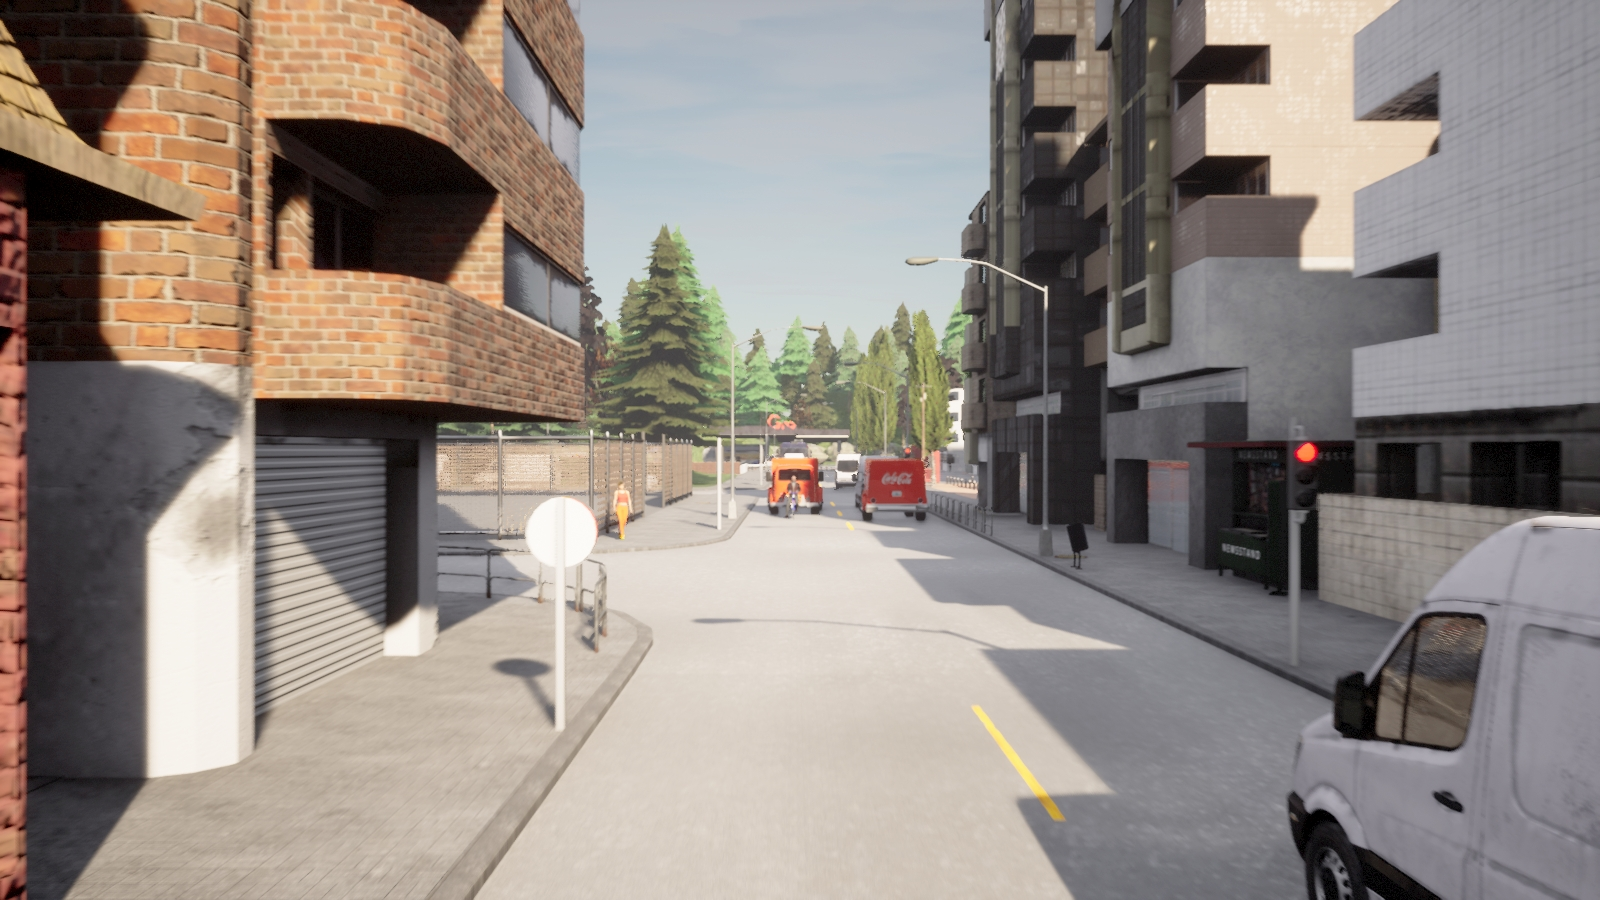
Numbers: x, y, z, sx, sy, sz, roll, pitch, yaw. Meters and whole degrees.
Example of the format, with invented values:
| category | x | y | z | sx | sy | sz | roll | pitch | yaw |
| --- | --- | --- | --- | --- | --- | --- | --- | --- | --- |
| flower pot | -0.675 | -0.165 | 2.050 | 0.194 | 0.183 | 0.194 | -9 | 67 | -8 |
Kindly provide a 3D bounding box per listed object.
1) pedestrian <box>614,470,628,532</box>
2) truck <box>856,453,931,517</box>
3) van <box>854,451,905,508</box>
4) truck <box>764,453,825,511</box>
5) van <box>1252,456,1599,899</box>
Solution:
| category | x | y | z | sx | sy | sz | roll | pitch | yaw |
| --- | --- | --- | --- | --- | --- | --- | --- | --- | --- |
| pedestrian | -5.394 | 1.539 | 34.471 | 0.375 | 1.860 | 0.375 | 0 | 0 | -16 |
| truck | 3.749 | 1.369 | 46.824 | 2.627 | 2.467 | 5.204 | 0 | 0 | 0 |
| van | 3.700 | 1.338 | 54.143 | 1.988 | 2.561 | 5.915 | 0 | 0 | 0 |
| truck | -0.223 | 1.370 | 51.741 | 2.627 | 2.467 | 5.204 | 0 | 0 | 0 |
| van | 3.944 | 1.317 | 4.460 | 1.988 | 2.561 | 5.915 | 0 | 0 | 0 |
